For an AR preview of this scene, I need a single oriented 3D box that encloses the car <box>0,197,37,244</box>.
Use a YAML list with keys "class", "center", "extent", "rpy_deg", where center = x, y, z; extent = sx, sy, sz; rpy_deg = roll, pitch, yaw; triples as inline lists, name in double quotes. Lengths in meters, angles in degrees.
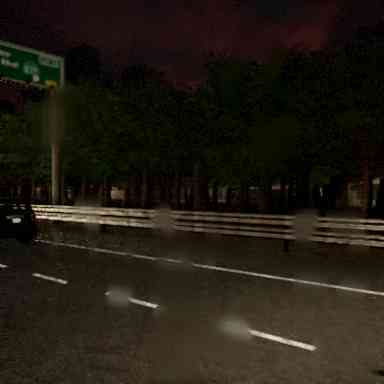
- class: "car"
  center: [-9.085, 1.222, 14.659]
  extent: [5.566, 2.045, 2.150]
  rpy_deg: [0, 0, 36]
